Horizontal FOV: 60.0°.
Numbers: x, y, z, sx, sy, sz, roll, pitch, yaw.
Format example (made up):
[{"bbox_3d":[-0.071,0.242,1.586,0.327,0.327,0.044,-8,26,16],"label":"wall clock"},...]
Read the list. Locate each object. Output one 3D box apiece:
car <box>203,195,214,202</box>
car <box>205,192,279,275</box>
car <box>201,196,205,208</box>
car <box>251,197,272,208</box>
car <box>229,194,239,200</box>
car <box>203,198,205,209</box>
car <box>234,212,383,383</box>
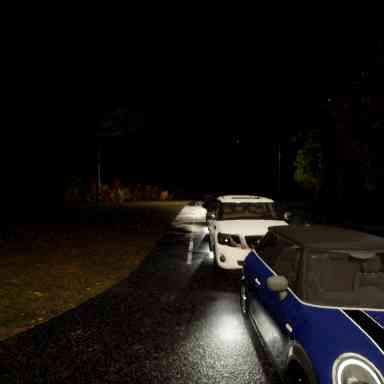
[{"bbox_3d":[3.224,1.256,65.982,1.895,1.301,4.718,0,0,6],"label":"car"},{"bbox_3d":[1.680,1.160,10.531,2.150,2.045,5.566,0,0,1],"label":"car"},{"bbox_3d":[2.222,1.256,42.617,1.882,1.535,5.008,0,0,1],"label":"car"},{"bbox_3d":[9.244,1.371,44.533,1.895,1.301,4.718,0,0,1],"label":"car"},{"bbox_3d":[9.803,1.141,78.151,1.994,1.385,4.181,0,0,1],"label":"car"},{"bbox_3d":[1.881,1.380,23.119,1.837,1.490,4.892,0,0,1],"label":"car"},{"bbox_3d":[1.936,1.338,4.186,2.097,1.767,4.553,0,0,-1],"label":"car"}]
